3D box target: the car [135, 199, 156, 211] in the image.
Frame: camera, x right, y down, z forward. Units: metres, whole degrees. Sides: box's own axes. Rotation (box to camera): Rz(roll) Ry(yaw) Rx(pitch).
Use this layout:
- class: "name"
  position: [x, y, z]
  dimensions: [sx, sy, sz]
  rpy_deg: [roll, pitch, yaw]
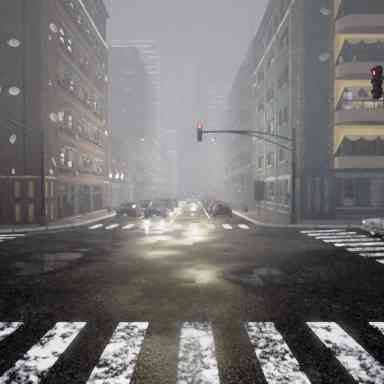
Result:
- class: "car"
  position: [-5.674, 1.572, 41.317]
  dimensions: [1.947, 1.339, 4.313]
  rpy_deg: [0, 0, 0]

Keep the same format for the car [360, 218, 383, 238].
- class: "car"
  position: [10.014, 1.425, 14.555]
  dimensions: [4.718, 1.301, 1.895]
  rpy_deg: [-1, 0, -4]

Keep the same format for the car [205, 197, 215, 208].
- class: "car"
  position: [2.704, 1.570, 35.777]
  dimensions: [1.947, 1.339, 4.313]
  rpy_deg: [0, 0, 0]

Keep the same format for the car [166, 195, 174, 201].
- class: "car"
  position: [-5.652, 1.561, 85.335]
  dimensions: [1.752, 1.417, 4.829]
  rpy_deg: [0, 0, 0]

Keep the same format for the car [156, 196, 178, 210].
- class: "car"
  position: [-3.076, 1.510, 39.895]
  dimensions: [1.837, 1.490, 4.892]
  rpy_deg: [0, 0, 0]

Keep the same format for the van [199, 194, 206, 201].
- class: "van"
  position: [2.728, 1.377, 85.489]
  dimensions: [1.690, 1.788, 3.998]
  rpy_deg: [-1, 0, 0]

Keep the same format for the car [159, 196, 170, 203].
- class: "car"
  position: [-5.660, 1.604, 68.935]
  dimensions: [1.802, 1.307, 4.206]
  rpy_deg: [0, 0, 0]

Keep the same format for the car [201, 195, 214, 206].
- class: "car"
  position: [2.709, 1.554, 46.824]
  dimensions: [1.887, 1.381, 4.507]
  rpy_deg: [0, 0, 0]

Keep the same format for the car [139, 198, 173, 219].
- class: "car"
  position: [-3.085, 1.549, 29.776]
  dimensions: [2.033, 1.411, 5.357]
  rpy_deg: [0, 0, 0]

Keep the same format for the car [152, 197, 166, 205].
- class: "car"
  position: [-5.666, 1.560, 57.888]
  dimensions: [1.887, 1.381, 4.507]
  rpy_deg: [0, 0, 0]

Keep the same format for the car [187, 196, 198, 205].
- class: "car"
  position: [0.032, 1.542, 59.711]
  dimensions: [1.812, 1.442, 4.674]
  rpy_deg: [0, 0, 0]

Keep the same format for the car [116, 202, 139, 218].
- class: "car"
  position: [-5.680, 1.568, 30.270]
  dimensions: [1.947, 1.339, 4.313]
  rpy_deg: [0, 0, 0]

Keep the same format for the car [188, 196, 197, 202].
- class: "car"
  position: [0.038, 1.451, 69.746]
  dimensions: [1.895, 1.301, 4.718]
  rpy_deg: [0, 0, 0]

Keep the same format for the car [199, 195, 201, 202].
- class: "car"
  position: [2.715, 1.581, 57.871]
  dimensions: [1.947, 1.339, 4.313]
  rpy_deg: [0, 0, 0]

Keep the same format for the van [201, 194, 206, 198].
- class: "van"
  position: [2.711, 1.353, 52.347]
  dimensions: [1.690, 1.788, 3.998]
  rpy_deg: [0, 0, 0]

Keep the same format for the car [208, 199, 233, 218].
- class: "car"
  position: [2.701, 1.584, 30.254]
  dimensions: [1.802, 1.307, 4.206]
  rpy_deg: [0, 0, 0]
